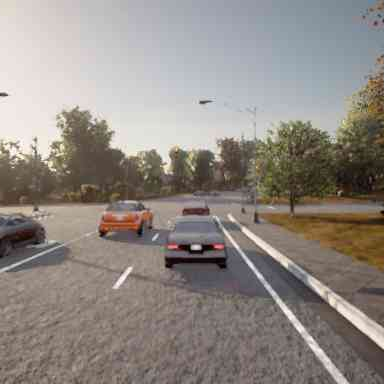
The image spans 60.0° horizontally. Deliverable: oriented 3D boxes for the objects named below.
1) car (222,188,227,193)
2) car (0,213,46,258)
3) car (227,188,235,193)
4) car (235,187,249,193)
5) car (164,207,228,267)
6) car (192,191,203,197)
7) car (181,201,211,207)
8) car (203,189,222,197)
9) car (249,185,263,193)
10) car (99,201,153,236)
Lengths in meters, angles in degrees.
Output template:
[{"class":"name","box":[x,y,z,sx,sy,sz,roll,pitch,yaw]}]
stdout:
[{"class":"car","box":[9.385,-0.588,94.437,1.895,1.301,4.718,0,4,30]},{"class":"car","box":[-7.062,1.472,12.112,1.994,1.385,4.181,0,0,0]},{"class":"car","box":[12.330,-0.576,92.547,1.895,1.301,4.718,0,4,30]},{"class":"car","box":[14.132,-0.470,88.789,2.128,1.511,4.902,0,4,33]},{"class":"car","box":[0.110,1.462,11.060,2.033,1.411,5.357,0,0,0]},{"class":"car","box":[1.865,0.364,80.708,2.033,1.411,5.357,0,3,23]},{"class":"car","box":[0.287,1.331,22.599,1.882,1.535,5.008,0,0,2]},{"class":"car","box":[4.878,0.404,78.876,1.994,1.385,4.181,0,3,23]},{"class":"car","box":[17.675,-0.459,87.872,1.895,1.301,4.718,0,4,33]},{"class":"car","box":[-3.327,1.230,17.559,2.097,1.767,4.553,0,0,1]}]
